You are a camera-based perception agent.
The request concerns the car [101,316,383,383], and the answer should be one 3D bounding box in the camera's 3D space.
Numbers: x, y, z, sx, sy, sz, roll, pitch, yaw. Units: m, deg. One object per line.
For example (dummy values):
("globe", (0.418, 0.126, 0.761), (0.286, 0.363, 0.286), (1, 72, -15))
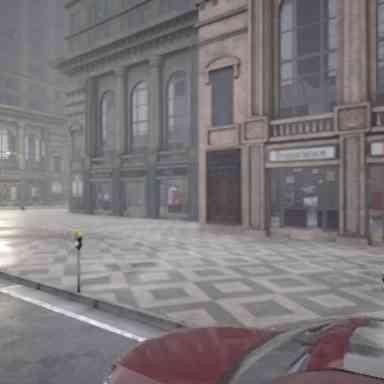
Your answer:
("car", (1.138, 1.575, 2.169), (4.206, 1.307, 1.802), (0, 0, 35))
